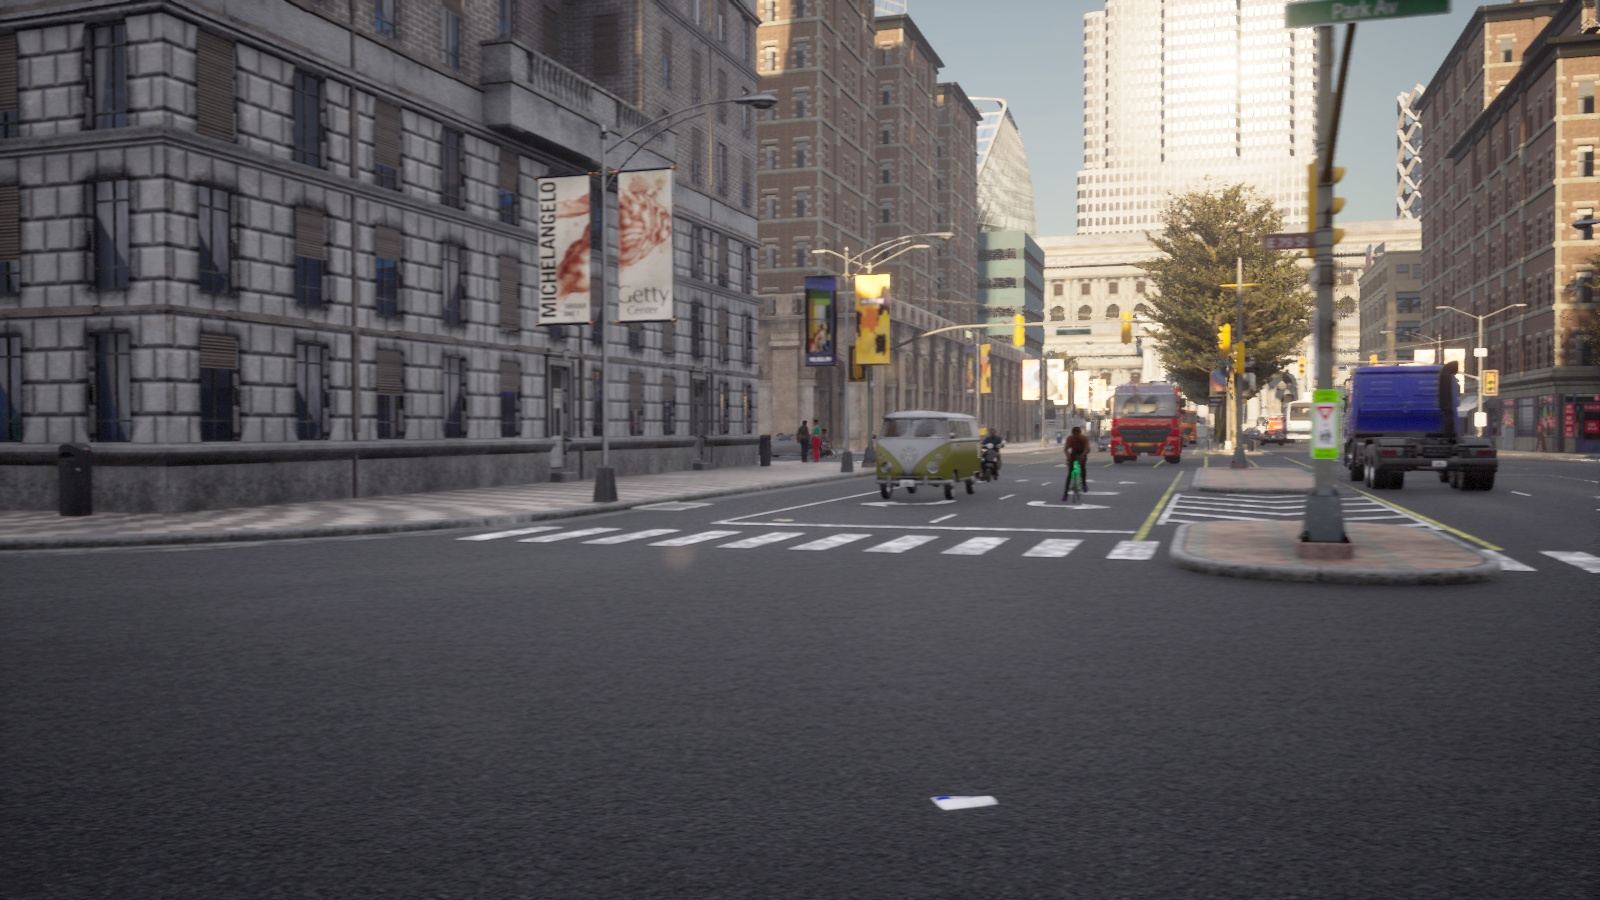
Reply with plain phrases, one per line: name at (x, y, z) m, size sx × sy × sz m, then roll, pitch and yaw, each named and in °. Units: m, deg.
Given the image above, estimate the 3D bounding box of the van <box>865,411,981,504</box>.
van at (2.955, 0.115, 29.306) m, size 1.775 × 1.987 × 4.442 m, roll 1°, pitch 1°, yaw 18°

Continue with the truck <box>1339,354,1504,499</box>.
truck at (16.687, -0.638, 34.270) m, size 2.891 × 3.462 × 7.936 m, roll 1°, pitch 1°, yaw 18°

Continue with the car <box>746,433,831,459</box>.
car at (-0.596, -0.223, 68.169) m, size 4.181 × 1.385 × 1.994 m, roll 1°, pitch 1°, yaw 18°

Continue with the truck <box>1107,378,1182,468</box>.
truck at (15.966, -1.207, 57.783) m, size 2.891 × 3.827 × 8.468 m, roll 1°, pitch 1°, yaw 18°

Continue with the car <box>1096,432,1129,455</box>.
car at (21.098, -0.443, 84.695) m, size 1.816 × 1.474 × 4.193 m, roll 1°, pitch 1°, yaw 19°

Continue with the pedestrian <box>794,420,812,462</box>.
pedestrian at (0.141, -0.395, 53.915) m, size 0.328 × 1.805 × 0.869 m, roll 1°, pitch 1°, yaw 33°

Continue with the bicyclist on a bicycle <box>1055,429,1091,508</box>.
bicyclist on a bicycle at (5.859, 0.367, 26.930) m, size 0.582 × 1.620 × 1.656 m, roll 1°, pitch 1°, yaw 18°

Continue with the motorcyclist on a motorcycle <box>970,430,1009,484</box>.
motorcyclist on a motorcycle at (5.694, 0.192, 37.680) m, size 0.866 × 1.590 × 1.817 m, roll 1°, pitch 1°, yaw 18°

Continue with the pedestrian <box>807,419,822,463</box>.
pedestrian at (0.610, -0.385, 53.453) m, size 0.345 × 1.836 × 0.594 m, roll 0°, pitch 1°, yaw -34°
